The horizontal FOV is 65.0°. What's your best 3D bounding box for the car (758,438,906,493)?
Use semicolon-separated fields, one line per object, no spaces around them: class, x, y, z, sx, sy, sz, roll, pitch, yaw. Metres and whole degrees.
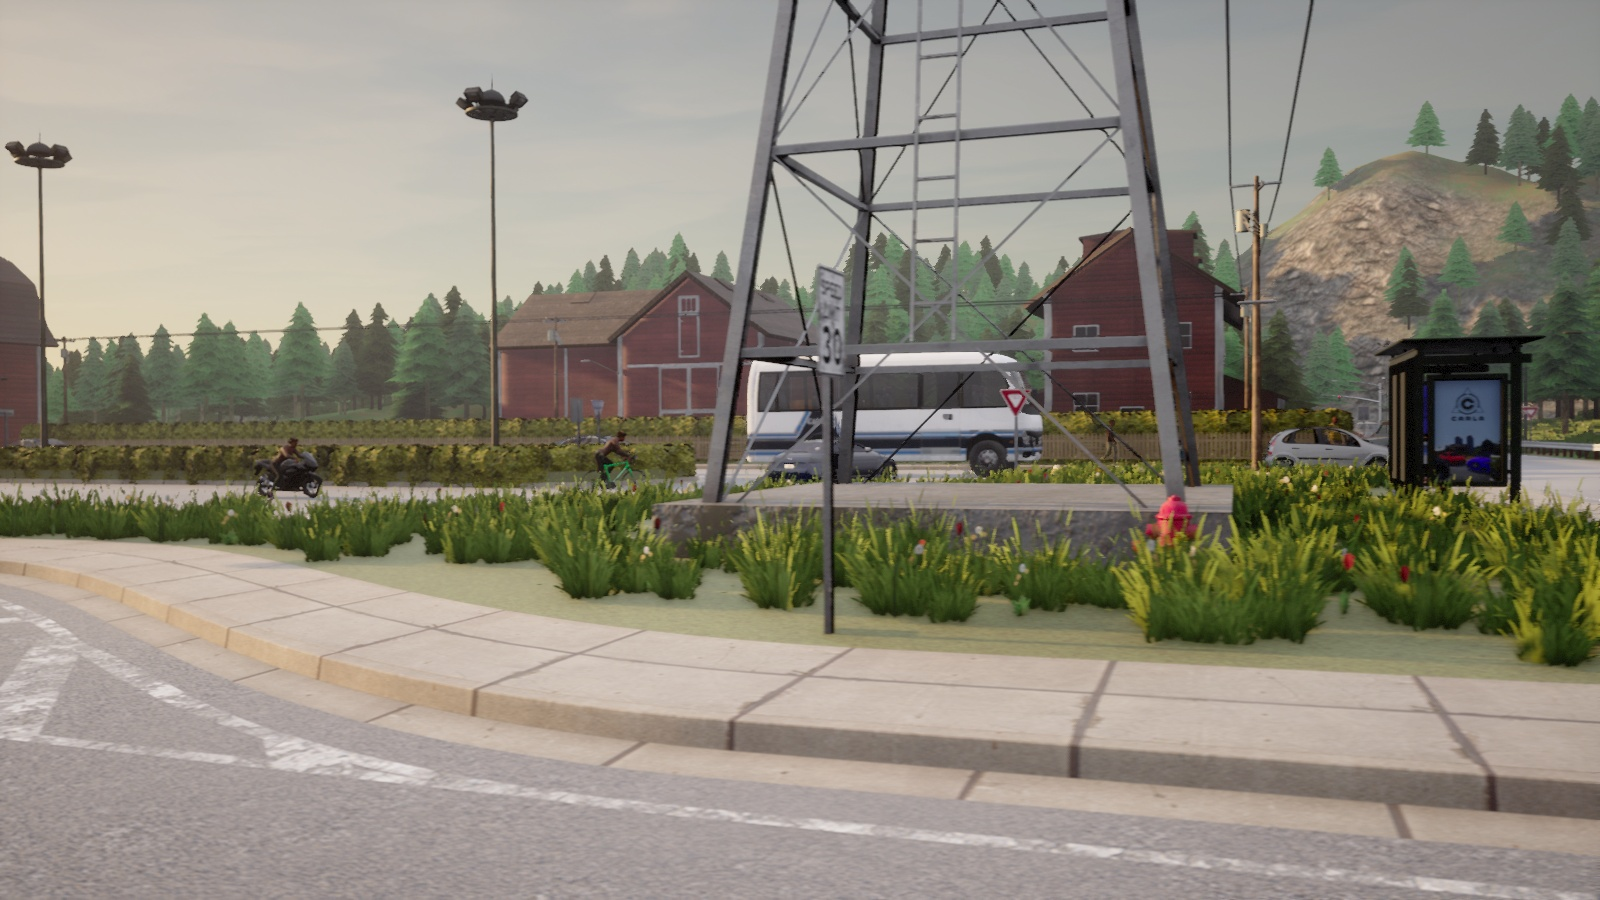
car;0.952;0.379;34.803;1.994;1.385;4.181;1;1;38

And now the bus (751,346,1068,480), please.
bus;3.809;-1.190;43.524;10.273;4.253;3.944;0;1;19

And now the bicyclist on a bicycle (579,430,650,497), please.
bicyclist on a bicycle;-4.529;0.328;30.643;1.656;1.620;0.582;0;1;-14

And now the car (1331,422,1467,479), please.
car;20.340;-0.004;42.694;3.866;1.878;1.905;0;1;-15

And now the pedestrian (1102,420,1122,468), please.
pedestrian;12.071;-0.233;48.621;0.703;1.840;0.431;0;1;19

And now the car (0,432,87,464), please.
car;-37.887;-0.133;61.859;4.902;1.511;2.128;0;1;19

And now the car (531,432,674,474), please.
car;-7.452;0.082;47.488;4.902;1.511;2.128;0;1;19

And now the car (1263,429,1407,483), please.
car;16.569;0.150;39.101;3.988;1.617;1.851;0;1;19

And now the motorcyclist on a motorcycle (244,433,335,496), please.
motorcyclist on a motorcycle;-12.623;0.351;31.034;2.044;1.523;0.797;0;1;18

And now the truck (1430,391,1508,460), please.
truck;39.558;-1.433;74.518;2.891;3.827;8.468;0;1;20
